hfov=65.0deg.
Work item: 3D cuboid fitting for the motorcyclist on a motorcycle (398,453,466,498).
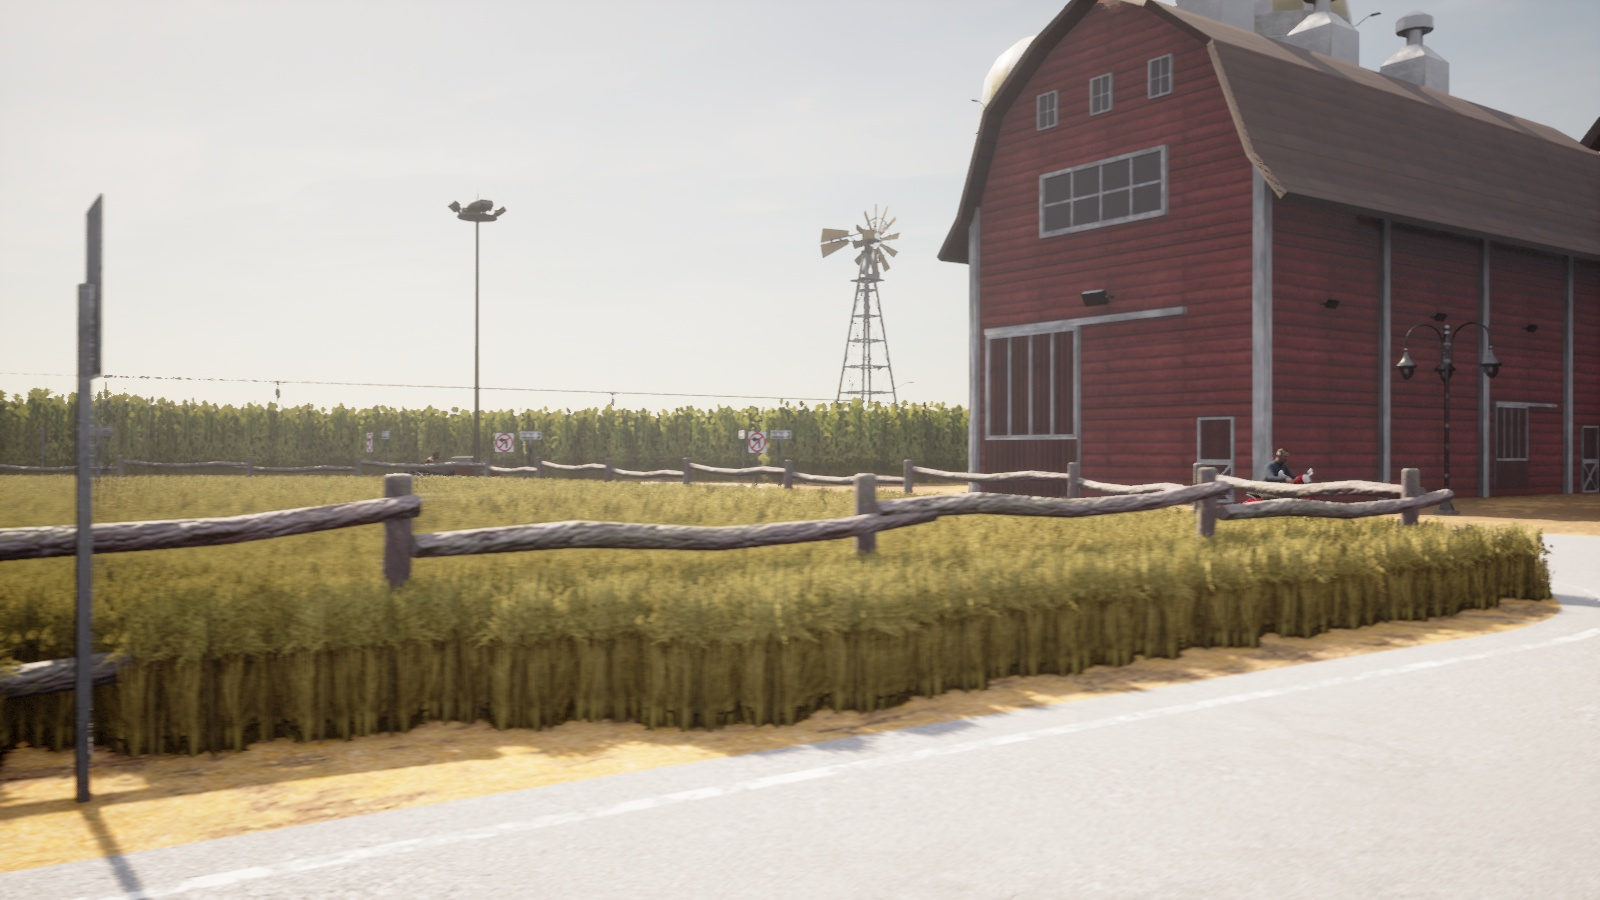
[{"bbox_3d":[-12.372,0.857,42.285,2.044,1.523,0.797,0,-1,0],"label":"motorcyclist on a motorcycle"}]

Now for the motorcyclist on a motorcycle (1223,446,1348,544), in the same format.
[{"bbox_3d":[8.298,0.734,21.524,0.866,1.590,1.817,-1,0,-34],"label":"motorcyclist on a motorcycle"}]

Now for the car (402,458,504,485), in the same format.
[{"bbox_3d":[-17.018,1.033,61.742,4.718,1.301,1.895,0,0,-12],"label":"car"}]
